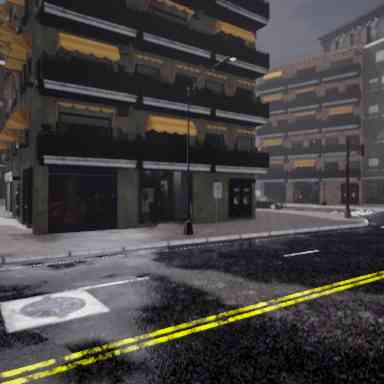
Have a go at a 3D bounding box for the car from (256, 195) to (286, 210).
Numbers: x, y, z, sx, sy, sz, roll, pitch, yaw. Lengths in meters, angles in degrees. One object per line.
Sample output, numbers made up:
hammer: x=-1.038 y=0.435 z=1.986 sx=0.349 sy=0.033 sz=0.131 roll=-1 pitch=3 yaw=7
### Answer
car: x=7.420 y=1.132 z=34.227 sx=4.403 sy=1.369 sz=2.008 roll=1 pitch=0 yaw=38

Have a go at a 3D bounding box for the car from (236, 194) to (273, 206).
car: x=8.323 y=1.035 z=44.206 sx=4.403 sy=1.369 sz=2.008 roll=1 pitch=0 yaw=38
